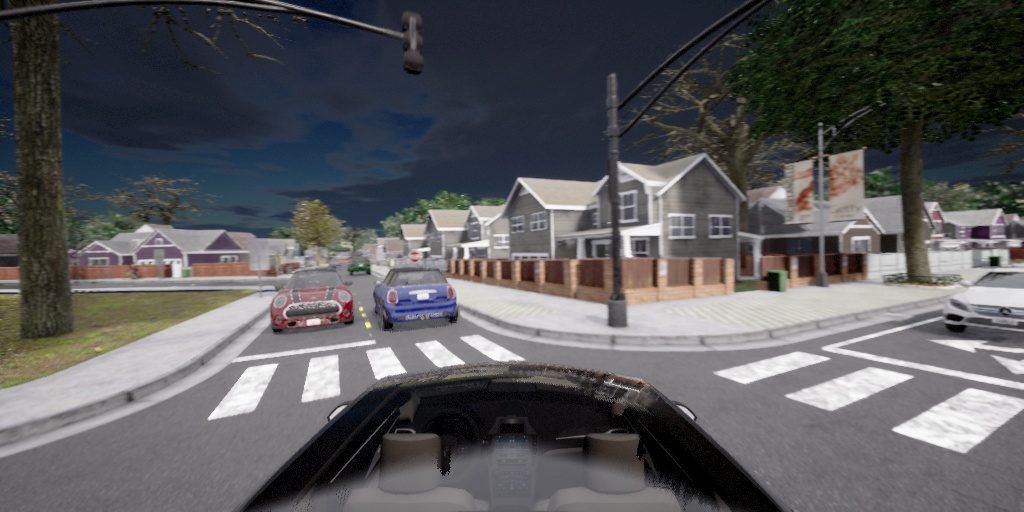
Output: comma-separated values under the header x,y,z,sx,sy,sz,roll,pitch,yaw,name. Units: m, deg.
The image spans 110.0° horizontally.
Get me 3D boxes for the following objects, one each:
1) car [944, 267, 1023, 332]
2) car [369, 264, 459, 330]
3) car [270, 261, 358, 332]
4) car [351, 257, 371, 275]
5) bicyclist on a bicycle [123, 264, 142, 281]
x,y,z,sx,sy,sz,roll,pitch,yaw,name
11.874,0.982,8.153,4.674,1.442,1.812,-1,1,-26,car
-3.287,1.124,11.687,2.097,1.767,4.553,-2,1,-24,car
-6.440,1.229,11.817,2.097,1.767,4.553,-2,1,-26,car
-17.525,1.136,41.321,2.150,2.045,5.566,-2,1,-25,car
-37.137,1.576,35.046,0.582,1.620,1.656,-1,2,4,bicyclist on a bicycle
